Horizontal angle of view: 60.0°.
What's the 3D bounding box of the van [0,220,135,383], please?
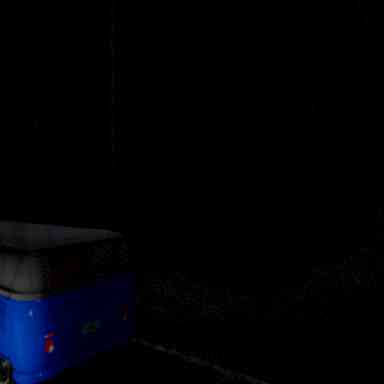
[{"bbox_3d":[-2.692,1.363,4.997,3.998,1.788,1.690,0,0,35],"label":"van"}]
